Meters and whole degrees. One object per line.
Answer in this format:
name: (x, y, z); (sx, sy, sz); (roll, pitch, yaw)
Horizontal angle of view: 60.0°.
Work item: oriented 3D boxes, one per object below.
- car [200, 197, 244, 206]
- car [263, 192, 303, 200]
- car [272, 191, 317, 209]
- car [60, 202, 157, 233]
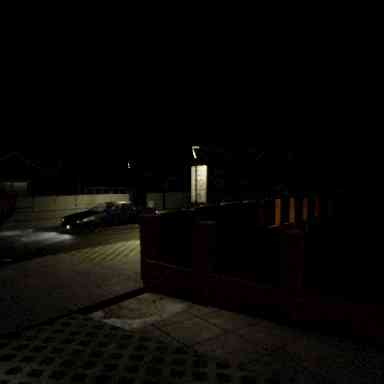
car: (2.705, 1.076, 25.587); (1.895, 1.301, 4.718); (1, 2, 44)
car: (6.994, 0.953, 25.745); (1.837, 1.490, 4.892); (1, 2, 44)
car: (10.187, 0.755, 32.860); (5.008, 1.535, 1.882); (-1, 2, -42)
car: (-4.202, 1.234, 17.938); (2.033, 1.411, 5.357); (1, 2, 41)
